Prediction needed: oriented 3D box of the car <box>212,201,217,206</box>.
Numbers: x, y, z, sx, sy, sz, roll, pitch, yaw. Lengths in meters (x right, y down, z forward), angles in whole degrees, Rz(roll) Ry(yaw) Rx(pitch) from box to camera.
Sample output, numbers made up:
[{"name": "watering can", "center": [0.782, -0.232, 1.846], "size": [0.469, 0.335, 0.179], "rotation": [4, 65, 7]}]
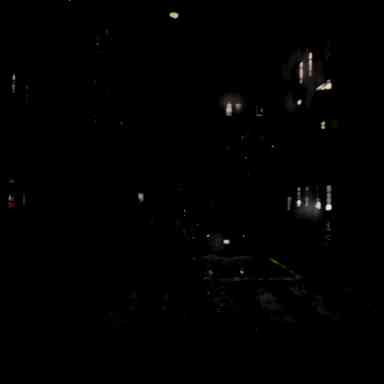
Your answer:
[{"name": "car", "center": [4.564, 2.187, 47.905], "size": [2.008, 1.369, 4.403], "rotation": [0, -1, -4]}]

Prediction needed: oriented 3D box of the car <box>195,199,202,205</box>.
[{"name": "car", "center": [1.792, 2.705, 92.377], "size": [1.752, 1.417, 4.829], "rotation": [0, -1, -4]}]

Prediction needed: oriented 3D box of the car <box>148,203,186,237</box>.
[{"name": "car", "center": [-1.574, 1.685, 19.705], "size": [1.967, 1.590, 4.097], "rotation": [0, -1, -4]}]

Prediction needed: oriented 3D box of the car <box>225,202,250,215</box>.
[{"name": "car", "center": [5.255, 2.065, 36.829], "size": [1.947, 1.339, 4.313], "rotation": [0, -1, -4]}]

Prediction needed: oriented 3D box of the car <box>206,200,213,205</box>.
[{"name": "car", "center": [2.009, 2.169, 49.553], "size": [1.812, 1.442, 4.674], "rotation": [0, -1, -4]}]

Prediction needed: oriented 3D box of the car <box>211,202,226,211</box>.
[{"name": "car", "center": [4.219, 2.286, 53.442], "size": [1.802, 1.307, 4.206], "rotation": [0, -1, -4]}]

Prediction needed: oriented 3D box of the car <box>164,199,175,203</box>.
[{"name": "car", "center": [-3.990, 2.165, 58.471], "size": [1.967, 1.590, 4.097], "rotation": [0, -1, -4]}]

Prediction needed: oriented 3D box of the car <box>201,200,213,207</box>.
[{"name": "car", "center": [3.184, 2.458, 70.056], "size": [2.008, 1.369, 4.403], "rotation": [0, -1, -4]}]

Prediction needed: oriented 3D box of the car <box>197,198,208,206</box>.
[{"name": "car", "center": [2.491, 2.358, 81.135], "size": [2.192, 1.841, 5.009], "rotation": [0, -1, -4]}]

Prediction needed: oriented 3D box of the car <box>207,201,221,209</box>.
[{"name": "car", "center": [3.874, 2.354, 58.980], "size": [1.802, 1.307, 4.206], "rotation": [0, -1, -4]}]

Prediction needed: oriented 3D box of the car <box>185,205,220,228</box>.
[{"name": "car", "center": [0.589, 1.885, 24.733], "size": [1.994, 1.385, 4.181], "rotation": [0, -1, -4]}]

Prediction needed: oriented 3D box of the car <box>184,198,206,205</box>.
[{"name": "car", "center": [-0.024, 1.798, 34.812], "size": [2.097, 1.767, 4.553], "rotation": [0, -1, -4]}]

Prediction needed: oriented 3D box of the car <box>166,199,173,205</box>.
[{"name": "car", "center": [-5.705, 2.586, 85.990], "size": [1.752, 1.417, 4.829], "rotation": [0, -1, -4]}]

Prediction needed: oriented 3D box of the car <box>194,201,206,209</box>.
[{"name": "car", "center": [1.387, 2.365, 59.343], "size": [1.895, 1.301, 4.718], "rotation": [0, -1, -3]}]

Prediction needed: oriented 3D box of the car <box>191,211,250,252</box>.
[{"name": "car", "center": [1.209, 1.761, 14.811], "size": [1.994, 1.385, 4.181], "rotation": [0, -1, -4]}]

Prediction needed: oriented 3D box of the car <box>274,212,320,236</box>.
[{"name": "car", "center": [6.295, 1.875, 20.216], "size": [1.802, 1.307, 4.206], "rotation": [0, -1, -4]}]

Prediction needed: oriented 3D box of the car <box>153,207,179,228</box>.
[{"name": "car", "center": [-1.918, 1.896, 25.242], "size": [1.802, 1.307, 4.206], "rotation": [0, -1, -4]}]

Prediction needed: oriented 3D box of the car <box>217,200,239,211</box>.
[{"name": "car", "center": [4.908, 1.883, 42.370], "size": [2.192, 1.841, 5.009], "rotation": [0, -1, -4]}]

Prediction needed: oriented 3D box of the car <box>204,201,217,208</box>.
[{"name": "car", "center": [3.529, 2.406, 64.518], "size": [1.947, 1.339, 4.313], "rotation": [0, -1, -4]}]
